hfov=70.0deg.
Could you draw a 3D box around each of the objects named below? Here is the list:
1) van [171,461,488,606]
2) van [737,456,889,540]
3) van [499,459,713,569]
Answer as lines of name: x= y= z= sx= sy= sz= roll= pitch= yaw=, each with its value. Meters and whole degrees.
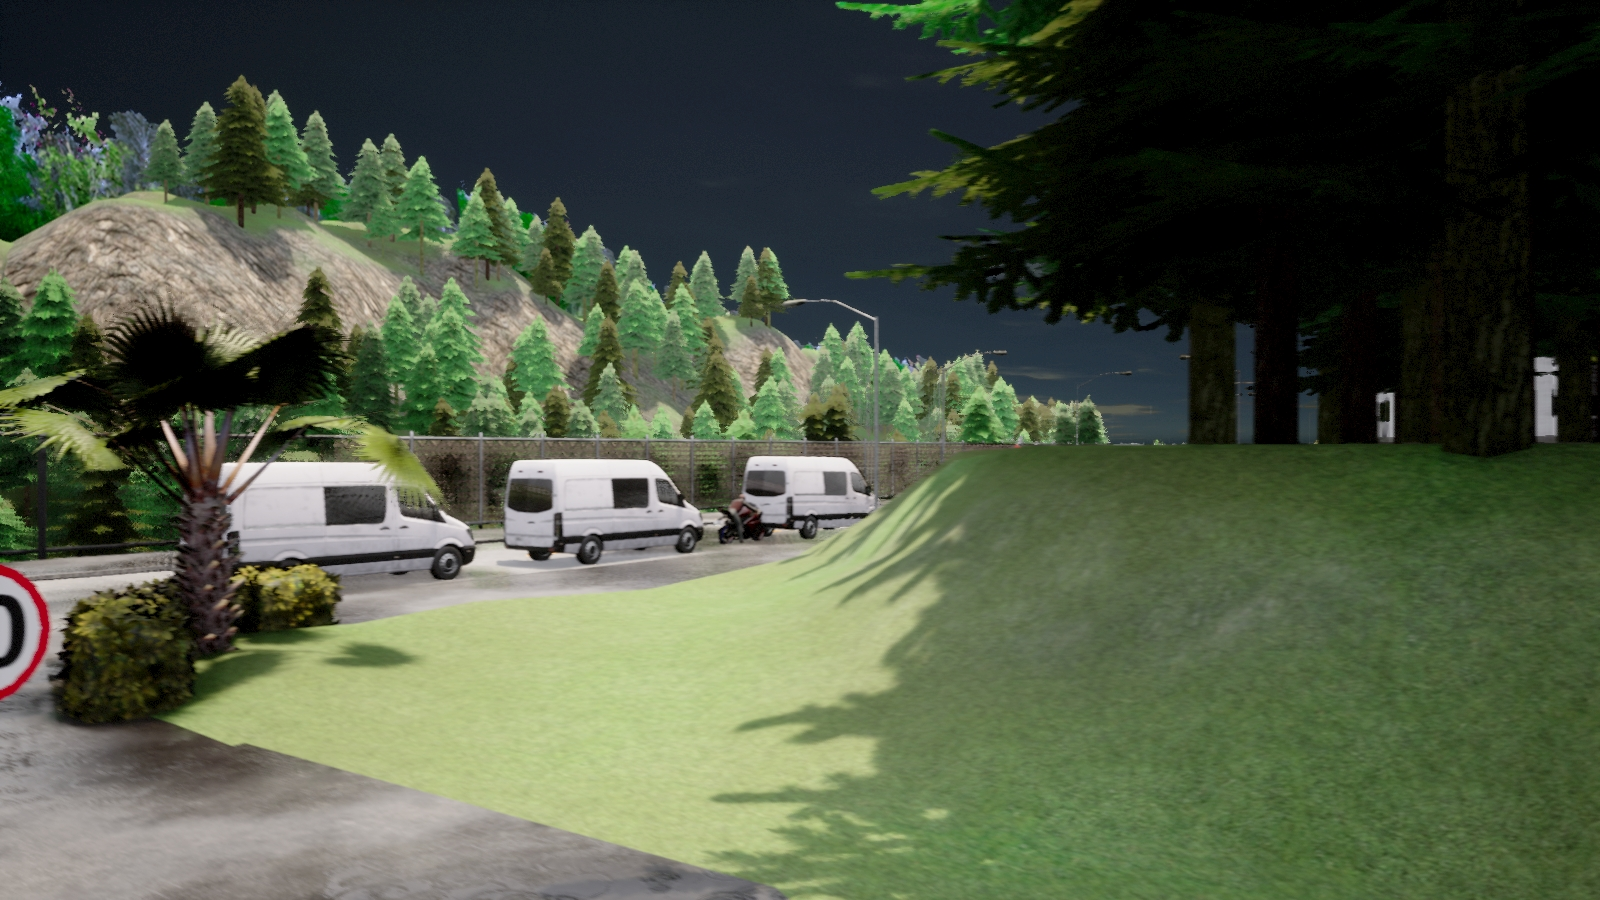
van: x=-9.461 y=1.527 z=23.611 sx=1.988 sy=2.561 sz=5.915 roll=0 pitch=0 yaw=35
van: x=0.554 y=1.514 z=37.826 sx=1.988 sy=2.561 sz=5.915 roll=0 pitch=-1 yaw=35
van: x=-4.900 y=1.527 z=29.877 sx=1.988 sy=2.561 sz=5.915 roll=0 pitch=0 yaw=34
